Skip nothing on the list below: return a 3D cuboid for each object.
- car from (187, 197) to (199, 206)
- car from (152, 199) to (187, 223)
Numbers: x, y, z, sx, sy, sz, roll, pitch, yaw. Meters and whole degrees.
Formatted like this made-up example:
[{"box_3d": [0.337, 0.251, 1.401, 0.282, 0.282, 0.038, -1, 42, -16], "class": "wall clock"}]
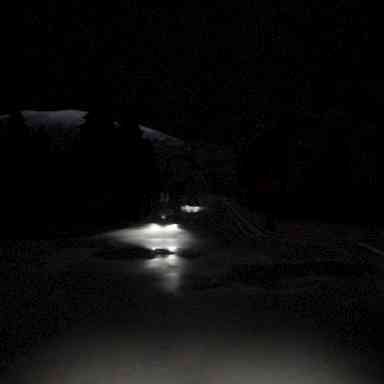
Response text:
[{"box_3d": [0.145, 1.494, 54.641, 2.128, 1.511, 4.902, 0, 0, 4], "class": "car"}, {"box_3d": [-1.836, 1.492, 25.680, 2.128, 1.511, 4.902, 0, 0, 4], "class": "car"}]
